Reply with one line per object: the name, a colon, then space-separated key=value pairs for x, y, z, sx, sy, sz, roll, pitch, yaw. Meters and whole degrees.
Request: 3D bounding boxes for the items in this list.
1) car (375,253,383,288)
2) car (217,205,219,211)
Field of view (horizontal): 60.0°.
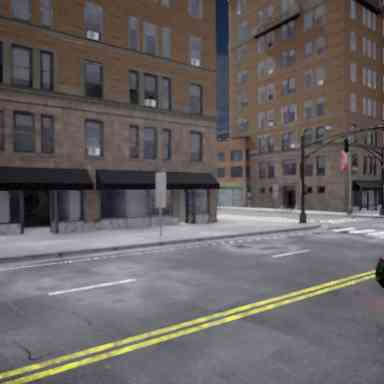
car: x=6.178 y=1.557 z=7.846 sx=4.181 sy=1.385 sz=1.994 roll=0 pitch=0 yaw=-36
car: x=1.023 y=1.554 z=38.676 sx=1.882 sy=1.535 sz=5.008 roll=-1 pitch=0 yaw=-36
